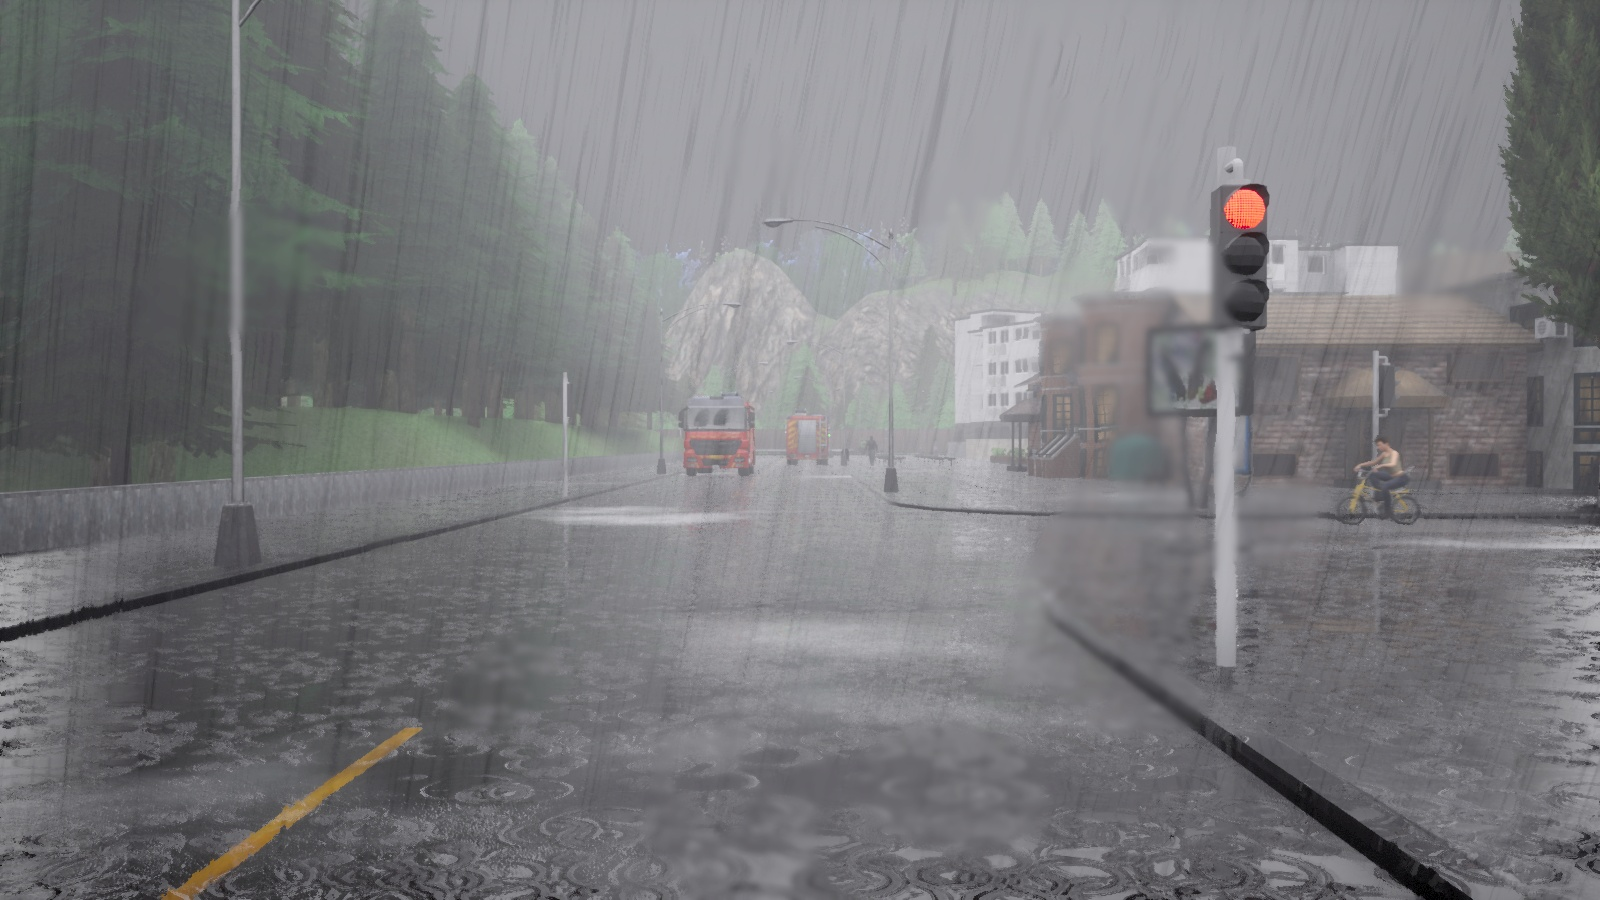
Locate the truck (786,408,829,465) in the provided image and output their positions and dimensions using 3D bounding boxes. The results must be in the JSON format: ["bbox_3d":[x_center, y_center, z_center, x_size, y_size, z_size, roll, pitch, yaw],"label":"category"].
[{"bbox_3d":[0.510,-0.919,88.761,2.891,3.827,8.468,0,0,0],"label":"truck"}]

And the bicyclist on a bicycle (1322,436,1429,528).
[{"bbox_3d":[10.280,0.564,22.479,1.509,1.612,0.866,0,0,1],"label":"bicyclist on a bicycle"}]

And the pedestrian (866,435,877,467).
[{"bbox_3d":[4.256,0.040,74.319,0.563,1.883,0.849,0,0,9],"label":"pedestrian"}]

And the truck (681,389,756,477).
[{"bbox_3d":[-3.659,-0.752,58.551,2.891,3.827,8.468,0,0,0],"label":"truck"}]
